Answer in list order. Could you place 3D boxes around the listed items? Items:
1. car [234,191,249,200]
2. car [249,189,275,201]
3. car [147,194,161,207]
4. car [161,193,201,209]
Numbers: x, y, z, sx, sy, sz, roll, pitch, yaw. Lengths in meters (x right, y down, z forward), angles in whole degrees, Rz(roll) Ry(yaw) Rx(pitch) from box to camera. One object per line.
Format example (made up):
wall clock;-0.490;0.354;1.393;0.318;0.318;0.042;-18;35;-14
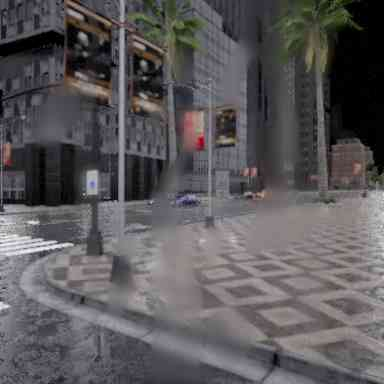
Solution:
car;8.560;0.583;53.779;1.812;1.442;4.674;0;1;35
car;11.237;0.413;51.935;2.097;1.767;4.553;0;1;35
car;-2.962;0.863;37.592;2.128;1.511;4.902;0;1;35
car;-0.819;0.929;34.971;1.812;1.442;4.674;0;1;35
